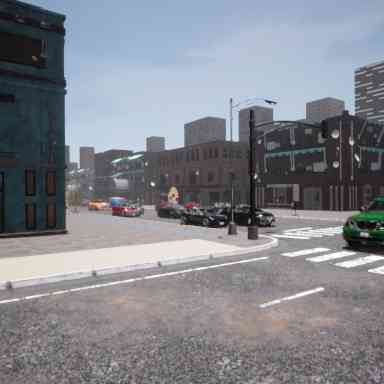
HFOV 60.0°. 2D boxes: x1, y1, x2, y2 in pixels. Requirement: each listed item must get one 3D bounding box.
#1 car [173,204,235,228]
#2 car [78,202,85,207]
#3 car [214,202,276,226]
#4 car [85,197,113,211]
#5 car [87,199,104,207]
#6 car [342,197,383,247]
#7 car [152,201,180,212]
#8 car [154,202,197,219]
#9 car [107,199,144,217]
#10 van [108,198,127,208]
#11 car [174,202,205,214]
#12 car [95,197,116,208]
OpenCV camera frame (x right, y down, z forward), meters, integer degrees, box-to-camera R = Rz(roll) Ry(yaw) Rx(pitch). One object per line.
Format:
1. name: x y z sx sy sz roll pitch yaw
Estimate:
1. car: 0.785 1.814 24.674 1.947 1.339 4.313 -2 0 -36
2. car: -21.310 2.191 65.805 2.128 1.511 4.902 -1 0 -36
3. car: 4.006 1.705 24.788 1.837 1.490 4.892 -1 0 -34
4. car: -13.880 1.900 49.980 2.097 1.767 4.553 -1 0 -35
5. car: -19.663 2.227 67.936 1.887 1.381 4.507 -1 0 -36
6. car: 8.588 1.219 13.837 5.566 2.045 2.150 0 0 -36
7. car: -3.577 1.965 45.414 1.802 1.307 4.206 -2 0 -36
8. car: -1.770 1.879 32.950 1.994 1.385 4.181 -1 0 -35
9. car: -7.183 1.846 36.037 1.967 1.590 4.097 -1 0 -36
10. van: -13.234 1.906 58.927 1.690 1.788 3.998 -1 0 -36
11. car: -0.362 1.903 40.910 1.802 1.307 4.206 -2 0 -36
12. car: -16.451 1.939 63.431 2.192 1.841 5.009 -1 0 -36
